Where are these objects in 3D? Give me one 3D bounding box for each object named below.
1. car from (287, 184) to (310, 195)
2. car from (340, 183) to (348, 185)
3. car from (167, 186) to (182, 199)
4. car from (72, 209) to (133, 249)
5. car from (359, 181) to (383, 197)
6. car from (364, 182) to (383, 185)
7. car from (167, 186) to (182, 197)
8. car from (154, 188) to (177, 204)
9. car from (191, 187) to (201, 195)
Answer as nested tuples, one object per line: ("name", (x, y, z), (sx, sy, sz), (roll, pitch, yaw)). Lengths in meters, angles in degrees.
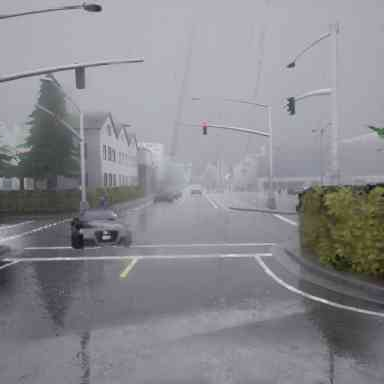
("car", (16.082, -0.289, 51.434), (2.007, 1.523, 4.514), (-1, 2, 0))
("car", (26.234, -0.841, 58.688), (2.152, 1.636, 5.027), (-1, 2, 0))
("car", (-2.965, 0.117, 46.047), (2.097, 1.767, 4.553), (-1, 2, 1))
("car", (-3.691, 1.376, 13.293), (1.994, 1.385, 4.181), (0, 0, -23))
("car", (22.912, -0.365, 41.345), (1.932, 1.855, 4.605), (-1, 2, 0))
("car", (19.543, -0.105, 33.516), (1.905, 1.878, 3.866), (-1, 2, 0))
("car", (-2.849, -0.145, 55.777), (2.097, 1.767, 4.553), (-1, 2, 1))
("car", (-3.108, 0.609, 37.080), (1.895, 1.301, 4.718), (-1, 2, 1))
("car", (0.785, -0.179, 60.713), (1.812, 1.442, 4.674), (-1, 2, 1))
